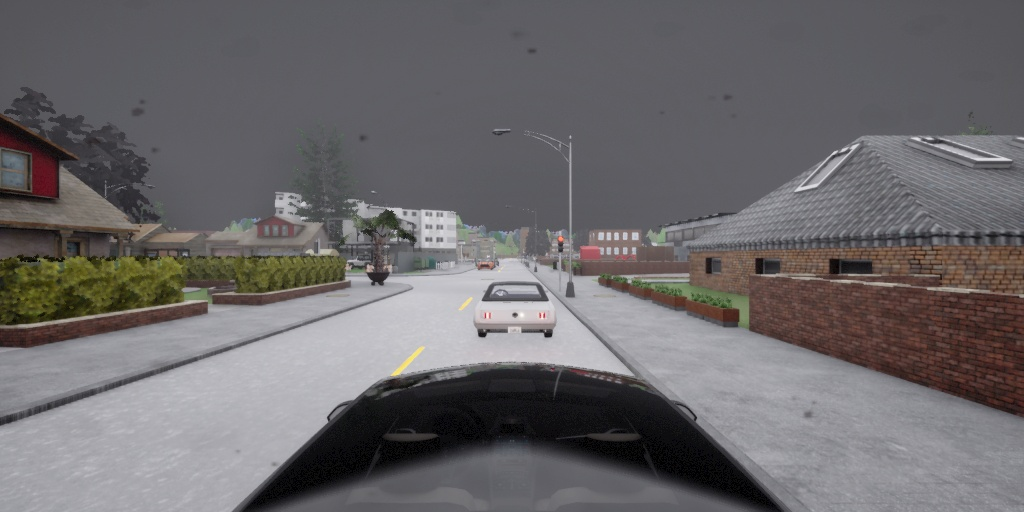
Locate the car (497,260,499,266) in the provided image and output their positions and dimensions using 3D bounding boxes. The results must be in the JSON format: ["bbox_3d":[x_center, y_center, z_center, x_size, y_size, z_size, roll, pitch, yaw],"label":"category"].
[{"bbox_3d":[-3.715,1.255,61.662,1.837,1.490,4.892,0,0,1],"label":"car"}]

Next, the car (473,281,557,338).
[{"bbox_3d":[0.102,1.351,10.173,1.895,1.301,4.718,0,0,1],"label":"car"}]

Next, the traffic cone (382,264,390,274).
[{"bbox_3d":[-15.498,1.561,44.133,0.344,0.586,0.344,0,0,0],"label":"traffic cone"}]

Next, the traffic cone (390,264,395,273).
[{"bbox_3d":[-15.133,1.558,44.700,0.344,0.586,0.344,0,0,0],"label":"traffic cone"}]

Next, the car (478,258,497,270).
[{"bbox_3d":[-3.792,1.102,52.281,2.097,1.767,4.553,0,0,0],"label":"car"}]
